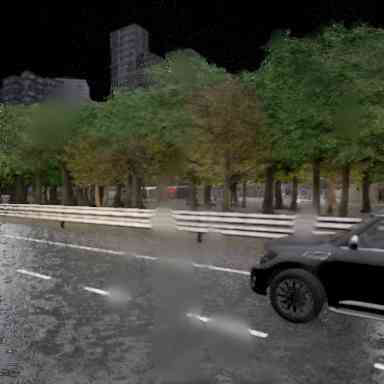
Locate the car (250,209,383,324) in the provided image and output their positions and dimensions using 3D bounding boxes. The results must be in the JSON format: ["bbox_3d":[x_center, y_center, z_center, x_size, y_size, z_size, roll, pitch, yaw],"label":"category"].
[{"bbox_3d":[3.768,1.223,5.480,5.566,2.045,2.150,0,0,36],"label":"car"}]
